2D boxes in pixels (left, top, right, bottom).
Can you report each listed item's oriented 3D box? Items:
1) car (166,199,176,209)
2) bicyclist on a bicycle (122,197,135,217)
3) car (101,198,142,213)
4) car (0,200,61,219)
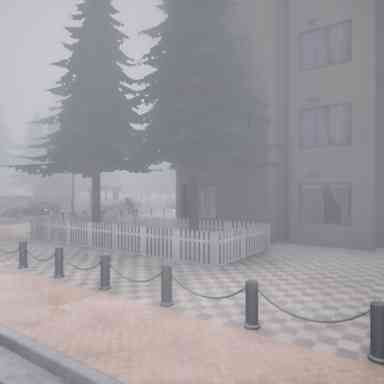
[{"bbox_3d":[-1.574,1.509,45.053,1.812,1.442,4.674,0,0,37],"label":"car"},{"bbox_3d":[-5.309,1.284,27.828,1.656,1.620,0.582,0,0,37],"label":"bicyclist on a bicycle"},{"bbox_3d":[-7.788,1.461,36.924,1.882,1.535,5.008,0,0,37],"label":"car"},{"bbox_3d":[-13.914,1.474,28.872,2.128,1.511,4.902,0,0,37],"label":"car"}]
